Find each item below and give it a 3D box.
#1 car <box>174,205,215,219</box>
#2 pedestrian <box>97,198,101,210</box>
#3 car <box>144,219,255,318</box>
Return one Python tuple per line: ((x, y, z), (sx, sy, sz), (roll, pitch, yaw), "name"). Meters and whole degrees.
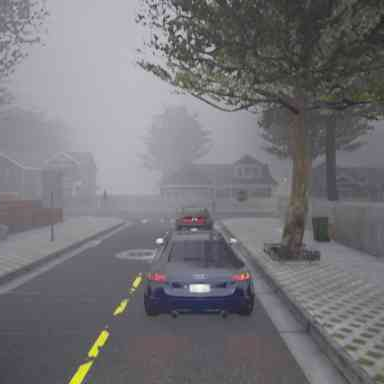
((0.139, 1.458, 17.367), (1.837, 1.490, 4.892), (0, 0, 1), "car")
((-9.718, 1.251, 34.705), (0.375, 1.300, 0.375), (0, 0, -1), "pedestrian")
((0.110, 1.544, 7.466), (1.994, 1.385, 4.181), (0, 0, 0), "car")
